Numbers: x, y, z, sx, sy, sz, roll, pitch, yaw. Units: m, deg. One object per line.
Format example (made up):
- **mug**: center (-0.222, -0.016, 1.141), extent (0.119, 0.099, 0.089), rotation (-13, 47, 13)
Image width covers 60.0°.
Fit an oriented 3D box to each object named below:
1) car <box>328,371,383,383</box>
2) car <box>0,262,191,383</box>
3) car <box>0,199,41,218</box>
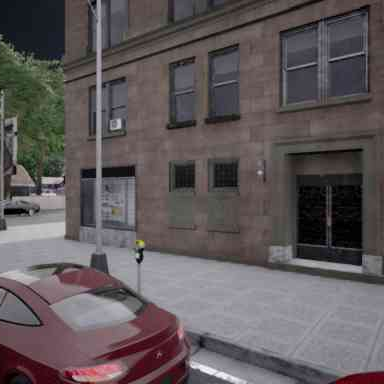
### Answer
- **car**: center (2.537, 1.545, 0.997), extent (4.507, 1.381, 1.887), rotation (0, 0, 36)
- **car**: center (-1.951, 1.582, 4.207), extent (4.206, 1.307, 1.802), rotation (0, 0, 36)
- **car**: center (-15.566, 1.397, 28.568), extent (2.128, 1.511, 4.902), rotation (0, 0, 34)
